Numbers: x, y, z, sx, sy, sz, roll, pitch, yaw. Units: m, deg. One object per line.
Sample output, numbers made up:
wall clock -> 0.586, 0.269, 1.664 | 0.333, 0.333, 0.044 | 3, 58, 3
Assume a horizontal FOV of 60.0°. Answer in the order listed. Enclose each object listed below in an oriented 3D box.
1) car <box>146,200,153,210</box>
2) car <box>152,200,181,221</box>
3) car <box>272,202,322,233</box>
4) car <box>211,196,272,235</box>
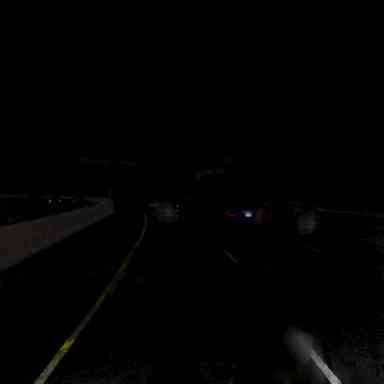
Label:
car -> -4.797, 1.636, 42.779 | 1.895, 1.301, 4.718 | 0, 0, -13
car -> -2.040, 1.585, 27.605 | 1.994, 1.385, 4.181 | 0, 0, -8
car -> 5.979, 1.531, 19.669 | 1.812, 1.442, 4.674 | 0, 0, -5
car -> 2.532, 1.231, 19.175 | 2.150, 2.045, 5.566 | 0, 0, -6
